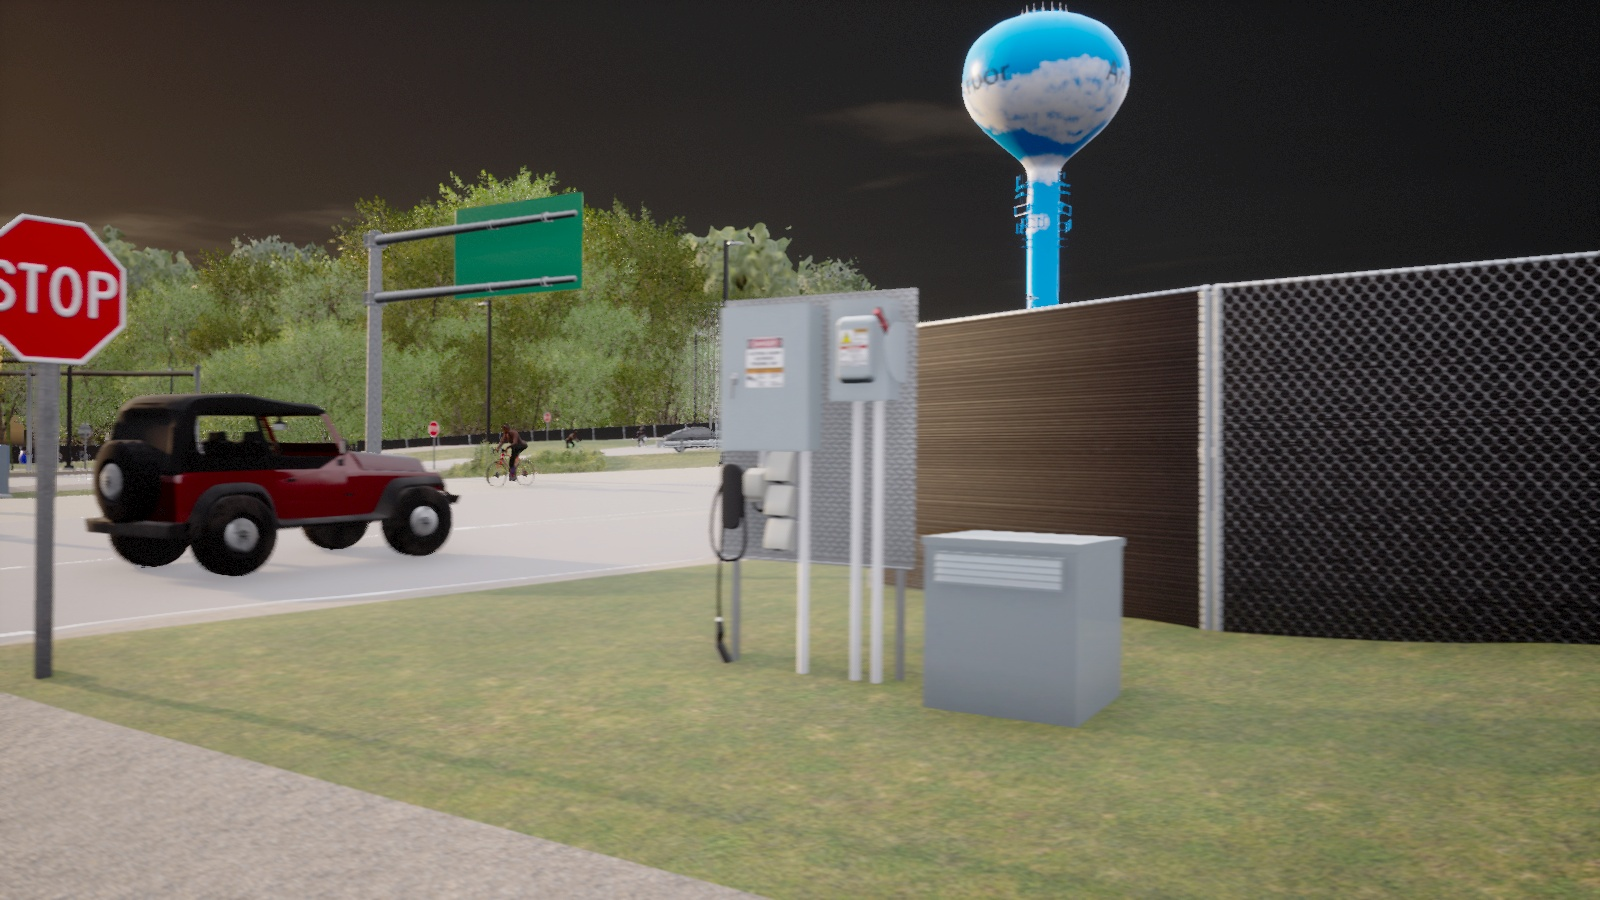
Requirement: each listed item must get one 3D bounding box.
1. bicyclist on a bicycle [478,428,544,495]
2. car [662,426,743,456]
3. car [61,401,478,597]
[{"bbox_3d":[-7.322,0.279,31.874,0.582,1.620,1.656,0,2,34],"label":"bicyclist on a bicycle"},{"bbox_3d":[-5.748,-0.529,74.074,4.674,1.442,1.812,-3,0,-5],"label":"car"},{"bbox_3d":[-5.803,0.425,14.163,1.905,1.878,3.866,0,1,34],"label":"car"}]
